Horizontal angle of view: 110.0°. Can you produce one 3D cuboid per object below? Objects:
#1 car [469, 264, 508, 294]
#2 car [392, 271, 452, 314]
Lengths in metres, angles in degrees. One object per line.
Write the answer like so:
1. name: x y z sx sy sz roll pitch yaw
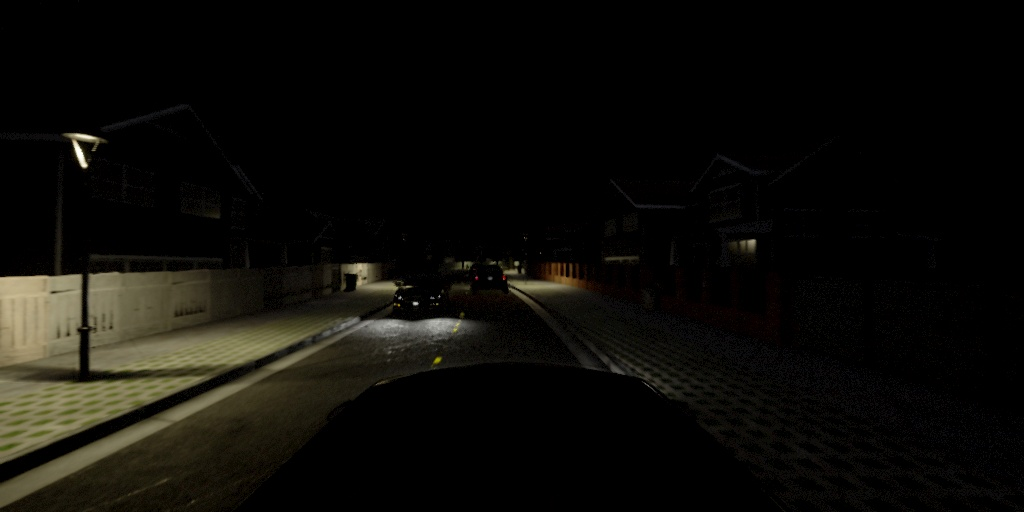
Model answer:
1. car: -1.506 1.324 22.531 2.097 1.767 4.553 0 -1 -8
2. car: -3.526 1.404 14.713 1.837 1.490 4.892 0 -1 -5
